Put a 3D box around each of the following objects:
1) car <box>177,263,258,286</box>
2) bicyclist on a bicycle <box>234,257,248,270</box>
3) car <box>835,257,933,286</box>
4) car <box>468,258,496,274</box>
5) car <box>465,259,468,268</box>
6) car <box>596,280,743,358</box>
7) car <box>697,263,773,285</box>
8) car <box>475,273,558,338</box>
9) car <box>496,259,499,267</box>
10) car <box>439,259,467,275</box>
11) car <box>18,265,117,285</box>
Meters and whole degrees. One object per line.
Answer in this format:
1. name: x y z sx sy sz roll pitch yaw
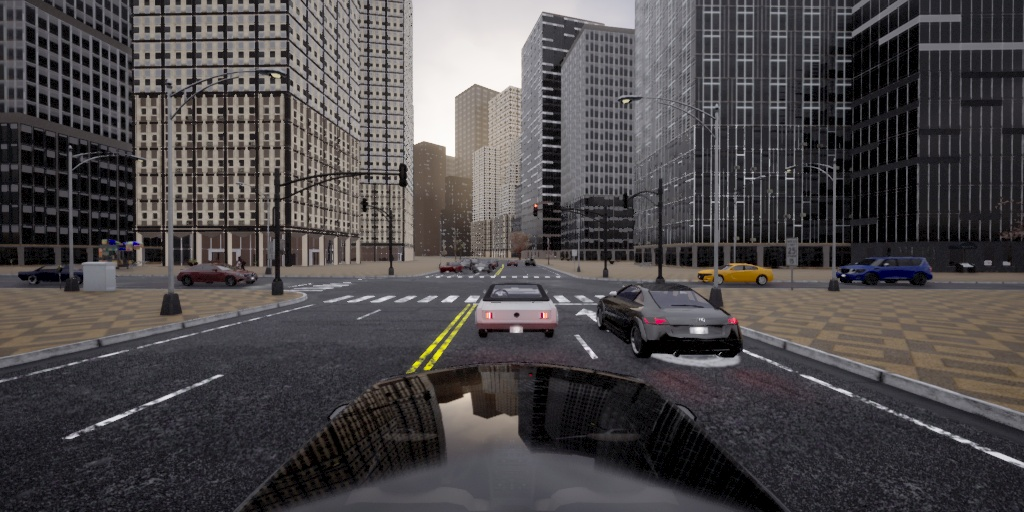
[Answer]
1. car: -19.480 1.193 23.767 4.674 1.442 1.812 0 0 1
2. bicyclist on a bicycle: -24.699 0.871 32.632 0.582 1.620 1.656 0 1 1
3. car: 26.981 1.076 26.115 5.566 2.045 2.150 0 0 2
4. car: -3.290 1.213 40.112 2.128 1.511 4.902 0 0 1
5. car: -6.566 1.193 51.154 2.128 1.511 4.902 0 0 0
6. car: 3.356 1.312 8.470 1.994 1.385 4.181 0 0 0
7. car: 16.316 1.285 26.346 5.008 1.535 1.882 0 0 1
8. car: 0.101 1.348 10.183 1.895 1.301 4.718 0 0 0
9. car: -3.313 1.301 51.704 1.895 1.301 4.718 0 0 0
10. car: -6.638 1.323 39.490 1.895 1.301 4.718 0 0 2
11. car: -29.613 1.221 24.025 4.718 1.301 1.895 0 0 1
